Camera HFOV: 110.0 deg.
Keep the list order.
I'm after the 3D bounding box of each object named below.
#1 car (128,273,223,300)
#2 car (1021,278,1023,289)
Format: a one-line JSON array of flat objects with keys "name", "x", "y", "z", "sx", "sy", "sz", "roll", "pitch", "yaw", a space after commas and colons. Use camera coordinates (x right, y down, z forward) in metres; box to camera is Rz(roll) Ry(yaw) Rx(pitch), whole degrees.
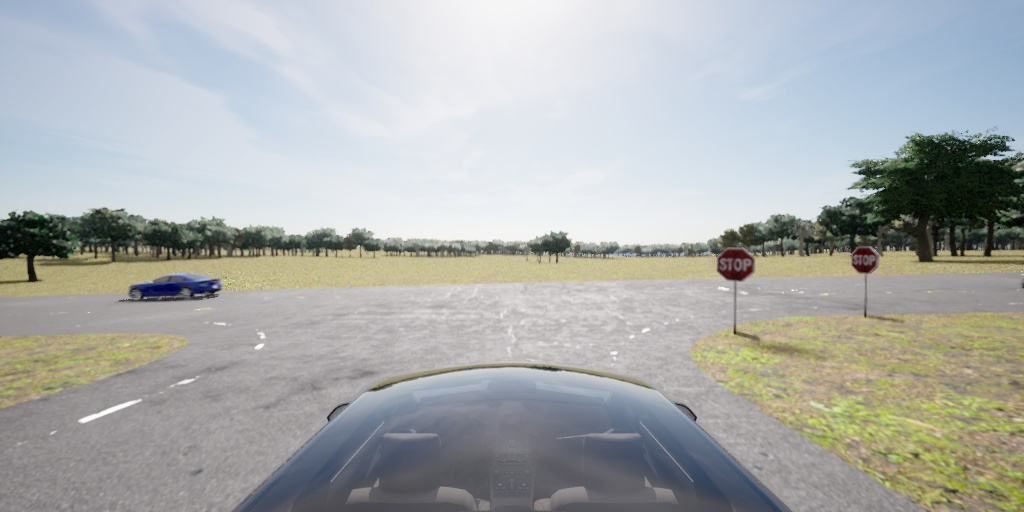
[{"name": "car", "x": -21.218, "y": 1.864, "z": 22.679, "sx": 5.008, "sy": 1.535, "sz": 1.882, "roll": -2, "pitch": 1, "yaw": 0}, {"name": "car", "x": 25.055, "y": 0.980, "z": 15.424, "sx": 4.181, "sy": 1.385, "sz": 1.994, "roll": -1, "pitch": 1, "yaw": 0}]
